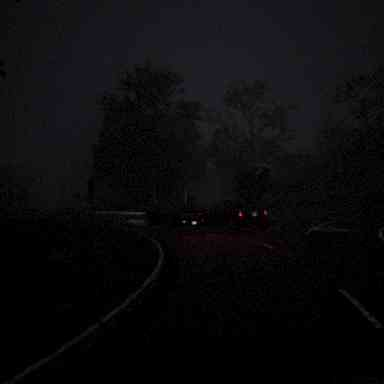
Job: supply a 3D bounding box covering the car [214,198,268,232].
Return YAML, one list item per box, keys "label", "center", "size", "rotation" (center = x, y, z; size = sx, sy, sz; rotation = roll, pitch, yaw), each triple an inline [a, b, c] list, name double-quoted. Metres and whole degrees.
- label: "car"
  center: [2.363, 1.204, 19.424]
  size: [2.097, 1.767, 4.553]
  rotation: [0, 1, -26]

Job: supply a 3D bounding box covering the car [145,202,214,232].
- label: "car"
  center: [-1.128, 1.350, 19.144]
  size: [2.128, 1.511, 4.902]
  rotation: [0, 0, -31]
